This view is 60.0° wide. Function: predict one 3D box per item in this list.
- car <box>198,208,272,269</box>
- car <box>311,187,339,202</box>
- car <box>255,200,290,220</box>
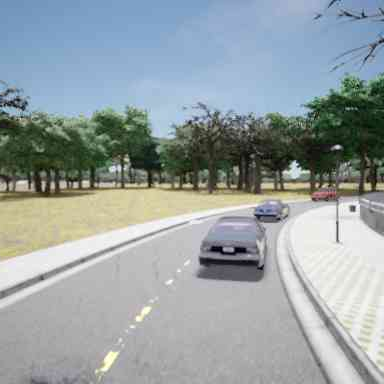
[{"bbox_3d":[1.543,1.526,11.151,2.033,1.411,5.357,0,1,14],"label":"car"},{"bbox_3d":[19.639,0.369,48.965,5.566,2.045,2.150,-2,1,-43],"label":"car"},{"bbox_3d":[6.047,1.271,24.906,2.033,1.411,5.357,0,1,25],"label":"car"}]
